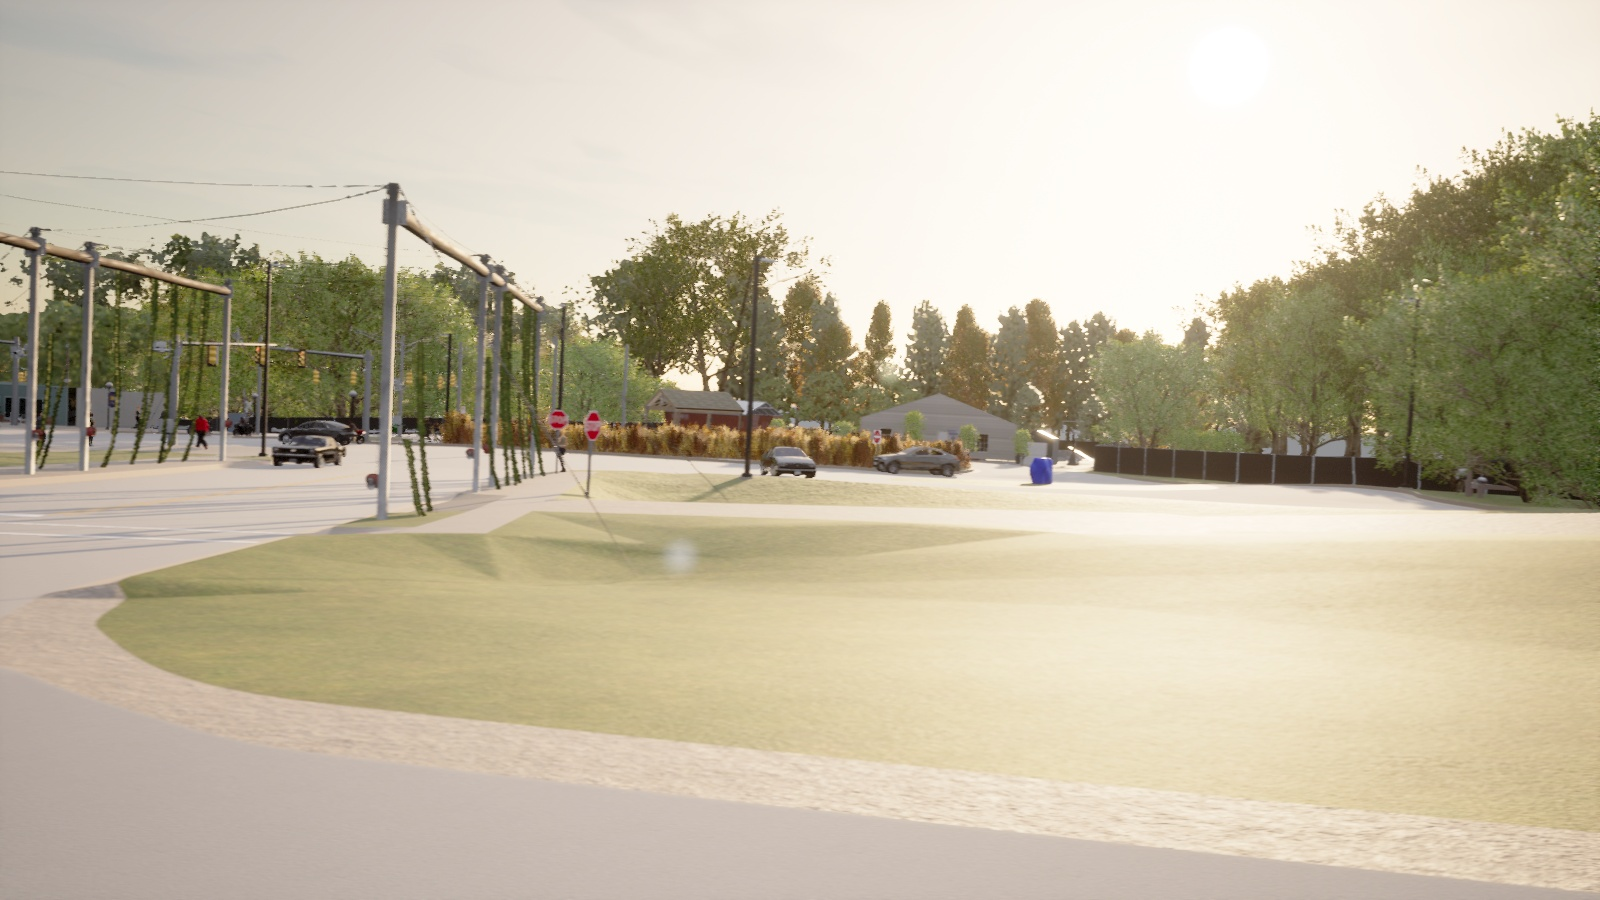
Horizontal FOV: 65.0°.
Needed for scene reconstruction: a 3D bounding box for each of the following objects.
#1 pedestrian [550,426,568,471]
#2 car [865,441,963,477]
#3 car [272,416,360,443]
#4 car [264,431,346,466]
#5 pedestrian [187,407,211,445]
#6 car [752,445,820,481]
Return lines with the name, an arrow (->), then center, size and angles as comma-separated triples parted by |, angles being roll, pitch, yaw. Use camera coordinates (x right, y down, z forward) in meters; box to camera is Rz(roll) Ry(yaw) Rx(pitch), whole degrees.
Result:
pedestrian -> -10.156, -0.067, 52.950 | 0.594, 1.836, 0.345 | 4, 2, 31
car -> 6.548, 0.511, 72.182 | 5.027, 1.651, 2.152 | 4, 1, -15
car -> -29.065, -1.235, 75.389 | 4.892, 1.490, 1.837 | 2, 2, 19
car -> -20.950, -0.105, 53.355 | 1.895, 1.301, 4.718 | 3, 1, -5
pedestrian -> -30.272, -1.216, 63.227 | 0.899, 1.844, 0.634 | 4, 2, 28
car -> -0.706, 0.551, 57.747 | 2.033, 1.411, 5.357 | 2, 1, -12
